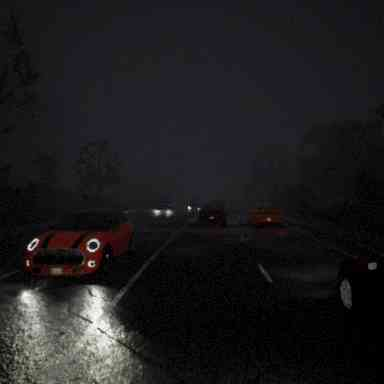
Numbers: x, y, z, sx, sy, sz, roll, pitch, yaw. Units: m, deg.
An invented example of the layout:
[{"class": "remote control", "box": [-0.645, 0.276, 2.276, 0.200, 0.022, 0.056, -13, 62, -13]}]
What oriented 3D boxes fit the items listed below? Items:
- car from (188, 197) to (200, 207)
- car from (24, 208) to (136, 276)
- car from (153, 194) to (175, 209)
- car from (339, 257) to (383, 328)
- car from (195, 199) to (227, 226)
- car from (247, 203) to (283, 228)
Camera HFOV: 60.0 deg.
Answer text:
[{"class": "car", "box": [0.495, 1.527, 53.555, 1.882, 1.535, 5.008, 0, 0, 6]}, {"class": "car", "box": [-3.207, 1.355, 10.407, 2.097, 1.767, 4.553, 0, 0, 3]}, {"class": "car", "box": [-3.758, 1.256, 45.742, 2.150, 2.045, 5.566, 0, 0, 6]}, {"class": "car", "box": [3.763, 1.489, 4.562, 1.882, 1.535, 5.008, 0, 0, 1]}, {"class": "car", "box": [1.485, 1.503, 23.927, 1.882, 1.535, 5.008, 0, 0, 5]}, {"class": "car", "box": [4.889, 1.510, 22.711, 1.882, 1.535, 5.008, 0, 0, 5]}]
